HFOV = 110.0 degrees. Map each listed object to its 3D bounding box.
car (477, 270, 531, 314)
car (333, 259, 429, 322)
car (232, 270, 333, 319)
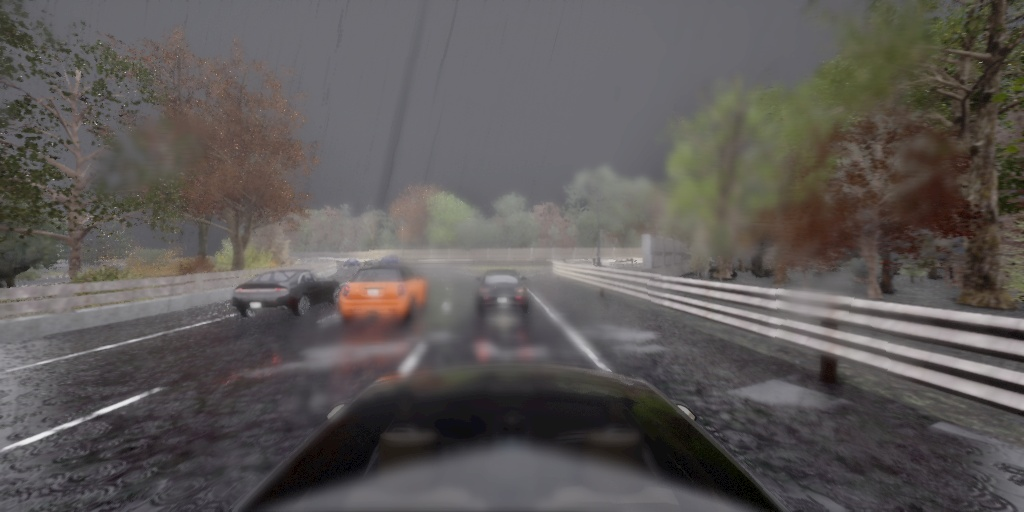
[{"bbox_3d":[-0.338,1.259,13.653,1.812,1.442,4.674,0,0,-2],"label":"car"},{"bbox_3d":[-4.202,1.103,12.536,2.097,1.767,4.553,0,0,-6],"label":"car"},{"bbox_3d":[-7.749,1.257,12.924,2.128,1.511,4.902,0,0,-6],"label":"car"}]
